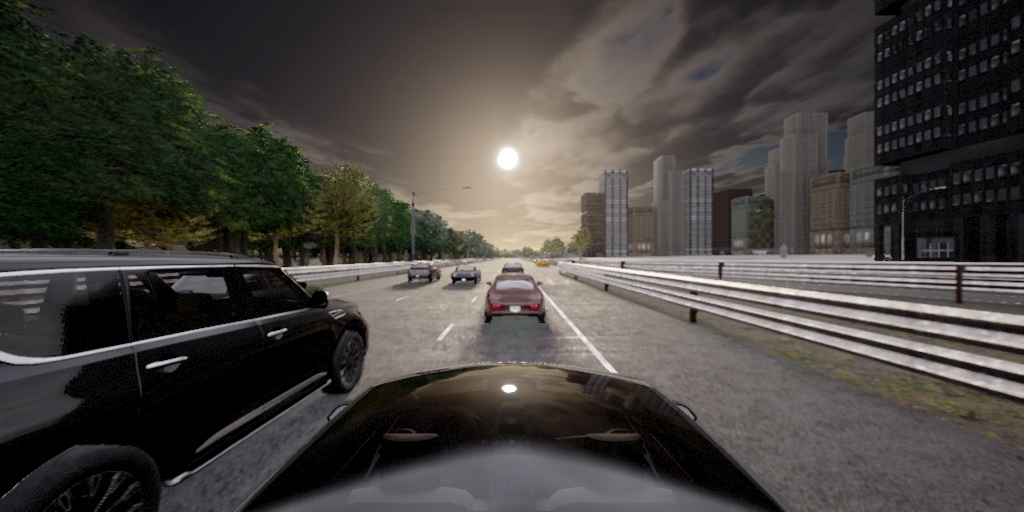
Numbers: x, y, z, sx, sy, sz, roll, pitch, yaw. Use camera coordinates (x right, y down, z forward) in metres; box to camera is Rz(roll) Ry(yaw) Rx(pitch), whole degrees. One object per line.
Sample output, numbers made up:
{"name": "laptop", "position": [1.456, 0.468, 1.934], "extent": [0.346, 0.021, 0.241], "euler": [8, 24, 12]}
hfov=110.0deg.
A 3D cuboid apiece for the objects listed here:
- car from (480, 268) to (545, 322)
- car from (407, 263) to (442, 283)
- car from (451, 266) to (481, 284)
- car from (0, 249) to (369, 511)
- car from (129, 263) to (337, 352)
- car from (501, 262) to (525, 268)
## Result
{"name": "car", "position": [0.081, 1.299, 12.218], "extent": [1.812, 1.442, 4.674], "euler": [0, 0, 0]}
{"name": "car", "position": [-6.919, 1.284, 28.680], "extent": [2.128, 1.511, 4.902], "euler": [0, 0, 0]}
{"name": "car", "position": [-3.416, 1.393, 27.586], "extent": [1.895, 1.301, 4.718], "euler": [0, 0, 0]}
{"name": "car", "position": [-3.404, 0.976, 3.503], "extent": [2.150, 2.045, 5.566], "euler": [0, 0, 0]}
{"name": "car", "position": [-6.907, 1.119, 9.723], "extent": [2.097, 1.767, 4.553], "euler": [0, 0, 0]}
{"name": "car", "position": [0.080, 1.271, 30.353], "extent": [1.882, 1.535, 5.008], "euler": [0, 0, 0]}
